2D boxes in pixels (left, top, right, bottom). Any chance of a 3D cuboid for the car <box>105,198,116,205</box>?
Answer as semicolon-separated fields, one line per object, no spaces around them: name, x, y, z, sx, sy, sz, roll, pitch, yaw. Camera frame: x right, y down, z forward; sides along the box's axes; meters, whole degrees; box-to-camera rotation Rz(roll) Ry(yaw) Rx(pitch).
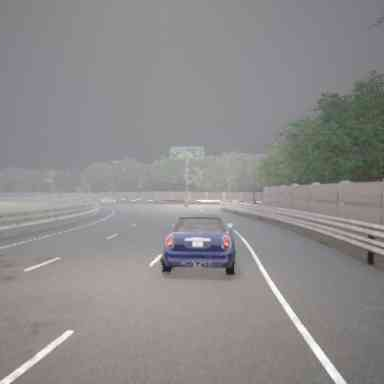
car;-20.087;2.336;79.866;1.895;1.301;4.718;1;-1;-35

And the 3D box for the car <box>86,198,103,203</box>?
car;-25.762;2.219;87.688;2.033;1.411;5.357;1;-1;-41

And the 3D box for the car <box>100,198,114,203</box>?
car;-23.041;2.239;89.891;1.812;1.442;4.674;1;-1;-41

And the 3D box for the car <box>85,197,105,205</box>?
car;-22.703;2.204;77.500;1.837;1.490;4.892;1;-1;-35

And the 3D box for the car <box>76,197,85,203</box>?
car;-28.461;1.998;85.466;2.097;1.767;4.553;1;-1;-41

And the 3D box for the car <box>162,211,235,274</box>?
car;0.335;1.475;11.259;2.097;1.767;4.553;0;-1;5
